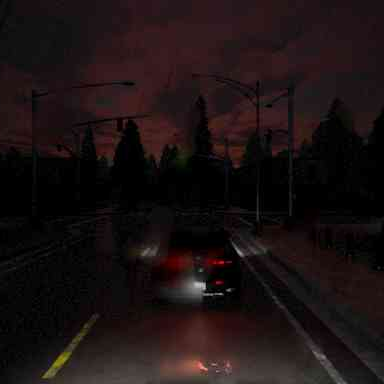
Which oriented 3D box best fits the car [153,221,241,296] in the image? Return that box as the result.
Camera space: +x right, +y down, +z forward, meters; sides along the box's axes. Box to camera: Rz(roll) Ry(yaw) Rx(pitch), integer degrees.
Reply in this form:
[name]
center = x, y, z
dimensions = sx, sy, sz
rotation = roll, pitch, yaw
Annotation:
[car]
center = 0.110, 1.506, 8.635
dimensions = 1.837, 1.490, 4.892
rotation = 0, 0, 0
